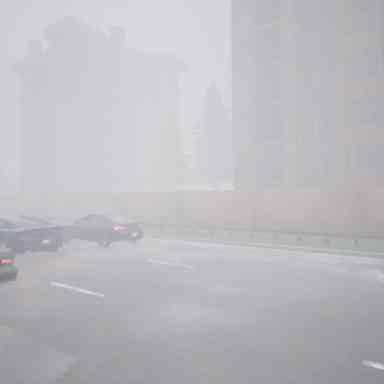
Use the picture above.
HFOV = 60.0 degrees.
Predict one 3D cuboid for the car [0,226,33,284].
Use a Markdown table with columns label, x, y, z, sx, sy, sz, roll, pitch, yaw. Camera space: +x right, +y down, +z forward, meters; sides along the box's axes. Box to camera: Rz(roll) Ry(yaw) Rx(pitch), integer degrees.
| label | x | y | z | sx | sy | sz | roll | pitch | yaw |
| --- | --- | --- | --- | --- | --- | --- | --- | --- | --- |
| car | -6.589 | 1.682 | 8.595 | 5.357 | 1.411 | 2.033 | -1 | -1 | 36 |

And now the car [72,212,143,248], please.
| label | x | y | z | sx | sy | sz | roll | pitch | yaw |
| --- | --- | --- | --- | --- | --- | --- | --- | --- | --- |
| car | -4.324 | 1.690 | 15.606 | 4.674 | 1.442 | 1.812 | -1 | -1 | 36 |

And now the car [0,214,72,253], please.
| label | x | y | z | sx | sy | sz | roll | pitch | yaw |
| --- | --- | --- | --- | --- | --- | --- | --- | --- | --- |
| car | -7.253 | 1.656 | 13.407 | 5.008 | 1.535 | 1.882 | -1 | 0 | 36 |
